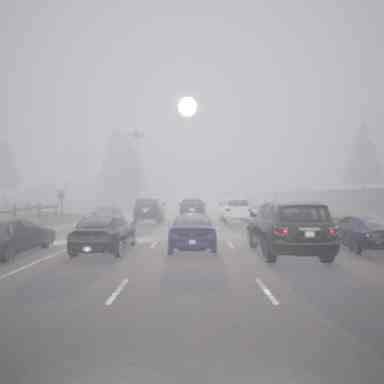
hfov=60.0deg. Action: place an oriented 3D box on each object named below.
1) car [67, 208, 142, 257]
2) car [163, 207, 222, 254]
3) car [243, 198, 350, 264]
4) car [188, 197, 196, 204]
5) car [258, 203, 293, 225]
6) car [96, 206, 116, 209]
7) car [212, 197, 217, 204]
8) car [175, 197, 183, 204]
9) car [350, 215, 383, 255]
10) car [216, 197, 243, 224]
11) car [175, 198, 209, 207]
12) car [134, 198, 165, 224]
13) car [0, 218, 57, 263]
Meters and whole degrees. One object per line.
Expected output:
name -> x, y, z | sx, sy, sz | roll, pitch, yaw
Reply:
car -> -3.472, 1.652, 13.498 | 1.837, 1.490, 4.892 | 0, 0, 1
car -> 0.035, 1.630, 14.223 | 1.882, 1.535, 5.008 | 0, 0, 1
car -> 3.514, 1.360, 12.536 | 2.150, 2.045, 5.566 | 0, 0, 0
car -> 0.026, 2.286, 90.118 | 2.097, 1.767, 4.553 | 0, -1, 0
car -> 7.026, 1.812, 28.494 | 1.837, 1.490, 4.892 | 0, 0, 0
car -> -7.018, 1.842, 27.496 | 2.033, 1.411, 5.357 | 0, -1, -1
car -> 7.026, 2.479, 90.527 | 2.128, 1.511, 4.902 | 0, -1, 0
car -> -3.474, 2.286, 90.119 | 2.097, 1.767, 4.553 | 0, -1, 0
car -> 7.032, 1.675, 13.883 | 1.812, 1.442, 4.674 | 0, 0, 1
car -> 3.516, 1.519, 27.540 | 2.150, 2.045, 5.566 | 0, 0, 0
car -> 0.017, 1.519, 27.562 | 2.150, 2.045, 5.566 | 0, 0, 0
car -> -3.484, 1.519, 27.564 | 2.150, 2.045, 5.566 | 0, 0, 0
car -> -6.986, 1.682, 12.505 | 2.033, 1.411, 5.357 | 0, -1, 0
